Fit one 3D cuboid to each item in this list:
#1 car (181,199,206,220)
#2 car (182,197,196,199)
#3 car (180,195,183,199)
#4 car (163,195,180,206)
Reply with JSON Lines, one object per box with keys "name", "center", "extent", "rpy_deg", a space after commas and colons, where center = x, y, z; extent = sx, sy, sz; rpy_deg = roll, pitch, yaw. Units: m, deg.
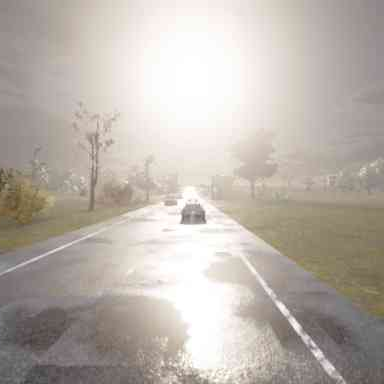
{"name": "car", "center": [0.101, 1.555, 27.786], "extent": [1.994, 1.385, 4.181], "rpy_deg": [0, 0, 0]}
{"name": "car", "center": [0.101, 1.530, 42.743], "extent": [2.033, 1.411, 5.357], "rpy_deg": [0, 0, 0]}
{"name": "car", "center": [-3.486, 1.457, 95.323], "extent": [1.812, 1.442, 4.674], "rpy_deg": [0, 0, 0]}
{"name": "car", "center": [-3.551, 1.325, 55.496], "extent": [2.097, 1.767, 4.553], "rpy_deg": [0, 0, 0]}
